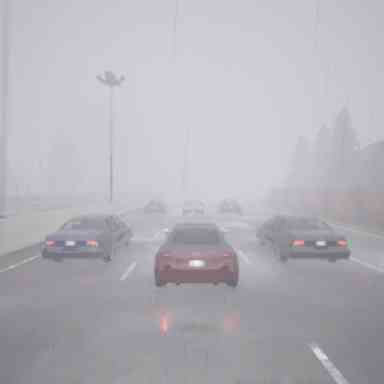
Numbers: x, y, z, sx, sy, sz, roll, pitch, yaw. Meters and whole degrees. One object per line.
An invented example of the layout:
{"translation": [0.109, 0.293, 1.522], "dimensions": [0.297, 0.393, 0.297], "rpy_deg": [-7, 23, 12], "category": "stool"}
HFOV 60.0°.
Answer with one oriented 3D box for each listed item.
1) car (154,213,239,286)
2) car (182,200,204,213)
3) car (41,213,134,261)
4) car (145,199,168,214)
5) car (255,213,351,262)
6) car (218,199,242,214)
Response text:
{"translation": [0.100, 1.502, 9.211], "dimensions": [1.994, 1.385, 4.181], "rpy_deg": [0, 0, 0], "category": "car"}
{"translation": [0.099, 1.397, 30.652], "dimensions": [1.895, 1.301, 4.718], "rpy_deg": [0, 0, 0], "category": "car"}
{"translation": [-3.400, 1.468, 11.811], "dimensions": [2.033, 1.411, 5.357], "rpy_deg": [0, 0, 0], "category": "car"}
{"translation": [-3.400, 1.349, 32.249], "dimensions": [1.994, 1.385, 4.181], "rpy_deg": [0, 0, 0], "category": "car"}
{"translation": [3.600, 1.468, 11.800], "dimensions": [2.033, 1.411, 5.357], "rpy_deg": [0, 0, 0], "category": "car"}
{"translation": [3.600, 1.349, 32.297], "dimensions": [1.994, 1.385, 4.181], "rpy_deg": [0, 0, 0], "category": "car"}
